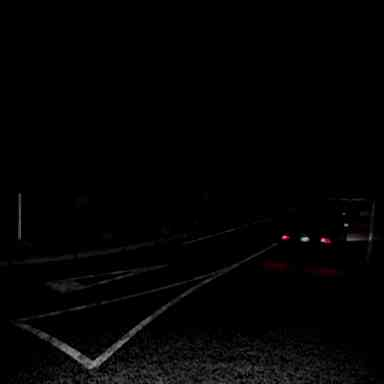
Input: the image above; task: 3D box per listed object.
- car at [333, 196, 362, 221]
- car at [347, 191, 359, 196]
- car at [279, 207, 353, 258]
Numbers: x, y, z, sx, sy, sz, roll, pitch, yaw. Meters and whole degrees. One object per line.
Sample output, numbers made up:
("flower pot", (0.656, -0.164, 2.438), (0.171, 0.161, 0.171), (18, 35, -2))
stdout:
("car", (12.010, 1.326, 25.828), (2.128, 1.511, 4.902), (0, 1, 29))
("car", (34.114, 0.553, 70.562), (1.882, 1.535, 5.008), (0, 1, 32))
("car", (4.772, 1.531, 12.696), (2.033, 1.411, 5.357), (0, 0, 29))
